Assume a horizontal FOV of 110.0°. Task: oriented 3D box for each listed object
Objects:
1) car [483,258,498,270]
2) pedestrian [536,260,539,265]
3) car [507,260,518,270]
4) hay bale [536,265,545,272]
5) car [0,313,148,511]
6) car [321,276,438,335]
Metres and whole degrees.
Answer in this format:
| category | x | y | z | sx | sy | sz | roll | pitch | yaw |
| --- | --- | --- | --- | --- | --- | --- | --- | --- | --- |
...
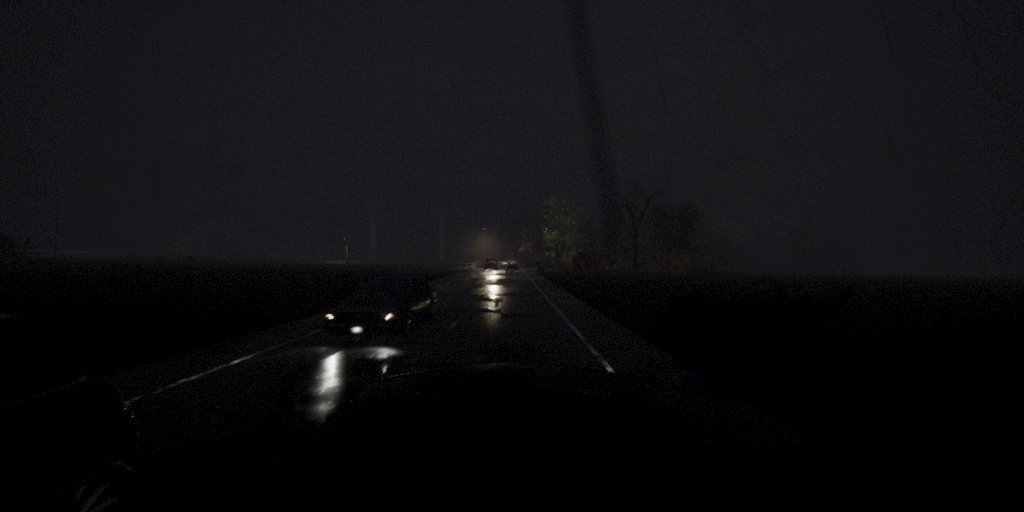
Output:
| category | x | y | z | sx | sy | sz | roll | pitch | yaw |
| --- | --- | --- | --- | --- | --- | --- | --- | --- | --- |
| car | -3.477 | 1.319 | 59.353 | 2.150 | 2.045 | 5.566 | 0 | 0 | 1 |
| pedestrian | 3.745 | 1.377 | 52.263 | 0.375 | 1.860 | 0.375 | 0 | 0 | -2 |
| car | 0.068 | 1.720 | 61.168 | 1.895 | 1.301 | 4.718 | 0 | 0 | 1 |
| hay bale | 4.040 | 1.725 | 51.145 | 1.220 | 1.180 | 1.240 | 0 | 0 | 0 |
| car | -3.596 | 1.080 | 0.509 | 2.097 | 1.767 | 4.553 | 0 | 0 | 0 |
| car | -3.585 | 1.338 | 10.948 | 2.033 | 1.411 | 5.357 | 0 | 0 | 0 |
